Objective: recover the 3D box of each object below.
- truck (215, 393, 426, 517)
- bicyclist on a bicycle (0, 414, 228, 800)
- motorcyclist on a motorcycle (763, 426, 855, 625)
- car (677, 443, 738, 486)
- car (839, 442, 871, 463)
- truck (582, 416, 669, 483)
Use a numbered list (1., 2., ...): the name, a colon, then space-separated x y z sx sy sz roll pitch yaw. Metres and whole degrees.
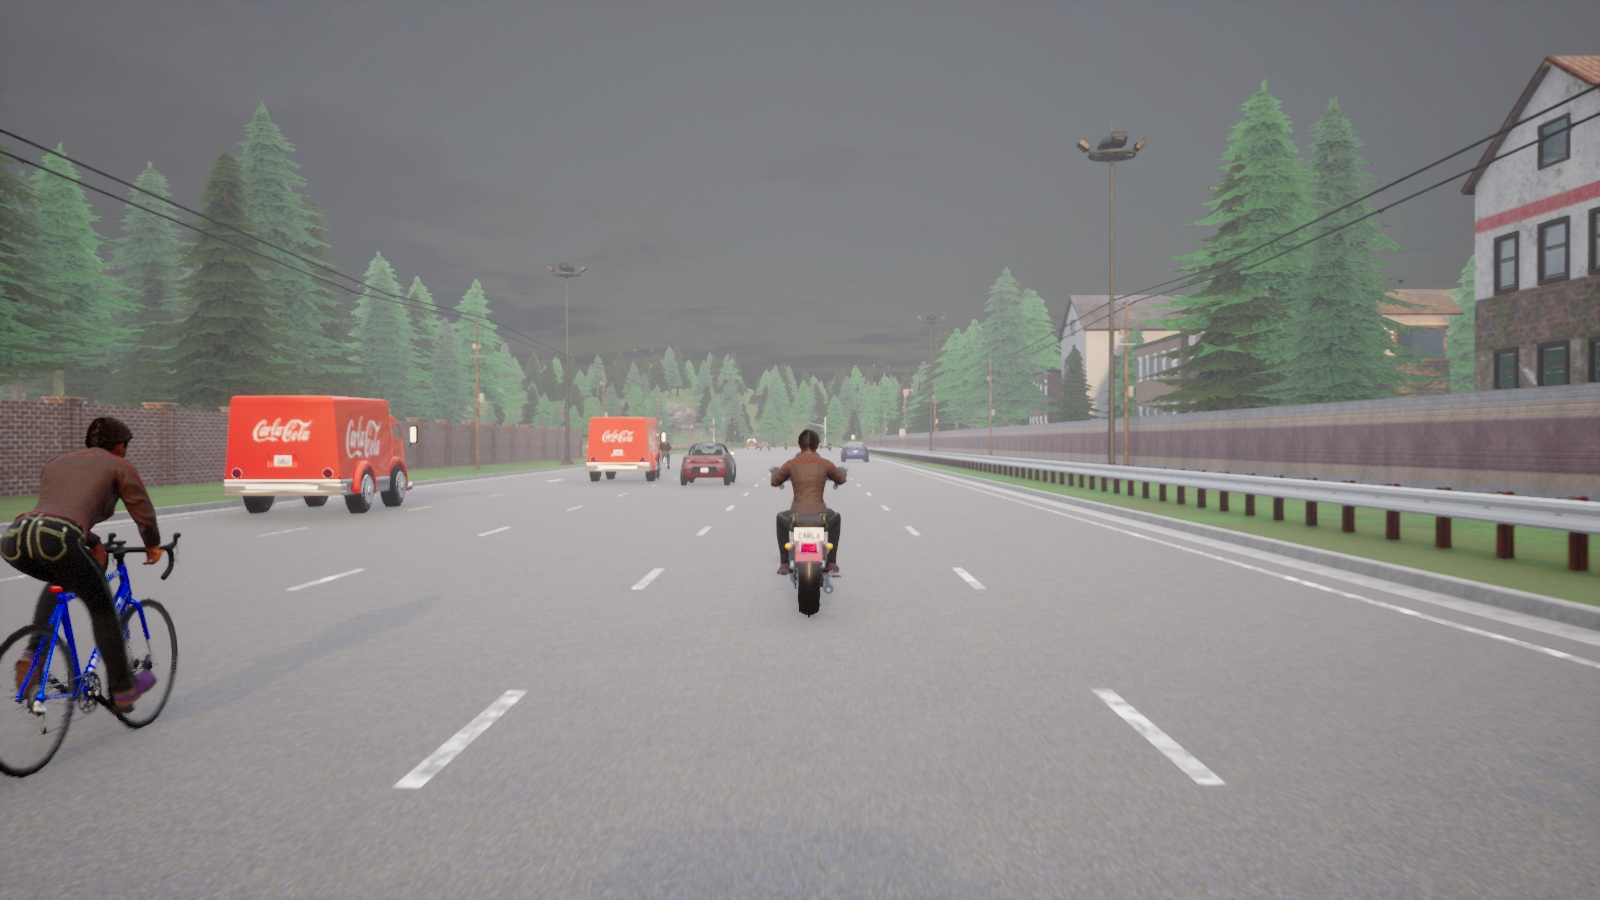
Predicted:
1. truck: -10.329 0.080 27.627 2.627 2.467 5.204 0 0 0
2. bicyclist on a bicycle: -3.450 0.659 6.097 0.582 1.620 1.656 0 0 0
3. motorcyclist on a motorcycle: 0.081 0.625 11.601 0.766 1.649 2.350 0 0 0
4. car: -3.233 0.481 44.661 1.816 1.474 4.193 0 0 0
5. car: 4.038 0.174 92.810 2.163 1.488 4.792 0 0 0
6. truck: -6.710 -0.044 49.031 2.627 2.467 5.204 0 1 0
